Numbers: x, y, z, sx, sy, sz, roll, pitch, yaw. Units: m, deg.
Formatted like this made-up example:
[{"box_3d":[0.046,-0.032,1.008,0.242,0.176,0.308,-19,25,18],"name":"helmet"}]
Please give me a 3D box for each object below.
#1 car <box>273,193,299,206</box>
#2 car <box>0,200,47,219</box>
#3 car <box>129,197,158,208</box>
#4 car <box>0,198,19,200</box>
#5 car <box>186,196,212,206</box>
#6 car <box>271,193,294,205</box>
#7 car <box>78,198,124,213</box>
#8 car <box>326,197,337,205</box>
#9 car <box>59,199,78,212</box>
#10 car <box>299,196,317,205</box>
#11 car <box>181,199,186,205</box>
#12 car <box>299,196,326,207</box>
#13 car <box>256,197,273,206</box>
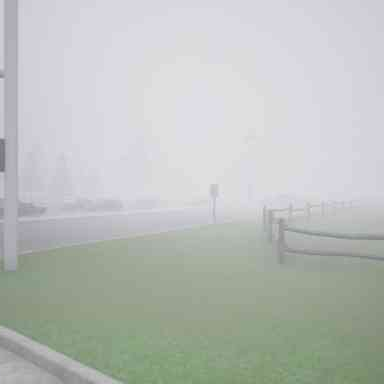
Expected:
[{"box_3d":[15.318,1.227,52.848,2.150,2.045,5.566,0,0,36],"name":"car"},{"box_3d":[-15.423,1.610,29.145,1.895,1.301,4.718,0,0,35],"name":"car"},{"box_3d":[-6.894,1.500,47.626,2.128,1.511,4.902,0,0,35],"name":"car"},{"box_3d":[-18.225,1.362,31.248,2.097,1.767,4.553,0,0,35],"name":"car"},{"box_3d":[1.500,1.535,53.536,1.812,1.442,4.674,0,0,35],"name":"car"},{"box_3d":[16.633,1.228,60.818,2.150,2.045,5.566,0,0,36],"name":"car"},{"box_3d":[-9.852,1.514,37.200,1.837,1.490,4.892,0,0,35],"name":"car"},{"box_3d":[24.622,1.568,59.713,1.994,1.385,4.181,0,0,36],"name":"car"},{"box_3d":[-13.022,1.502,38.774,2.128,1.511,4.902,0,0,35],"name":"car"},{"box_3d":[21.471,1.510,61.332,1.837,1.490,4.892,0,0,36],"name":"car"},{"box_3d":[0.118,1.488,57.631,1.882,1.535,5.008,0,0,36],"name":"car"},{"box_3d":[18.664,1.482,51.494,1.882,1.535,5.008,0,0,36],"name":"car"},{"box_3d":[12.134,1.571,54.540,1.994,1.385,4.181,0,0,36],"name":"car"}]
